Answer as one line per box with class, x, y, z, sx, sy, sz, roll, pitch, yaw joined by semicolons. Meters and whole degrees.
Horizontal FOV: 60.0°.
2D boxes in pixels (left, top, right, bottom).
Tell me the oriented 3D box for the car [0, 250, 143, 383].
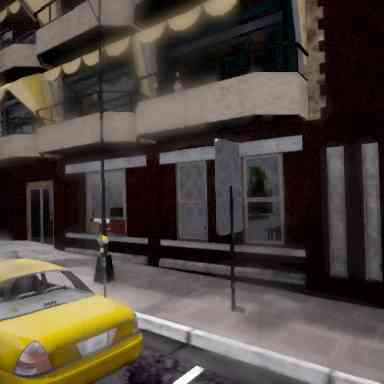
car;-2.862;1.527;4.788;4.829;1.417;1.752;0;-2;36
